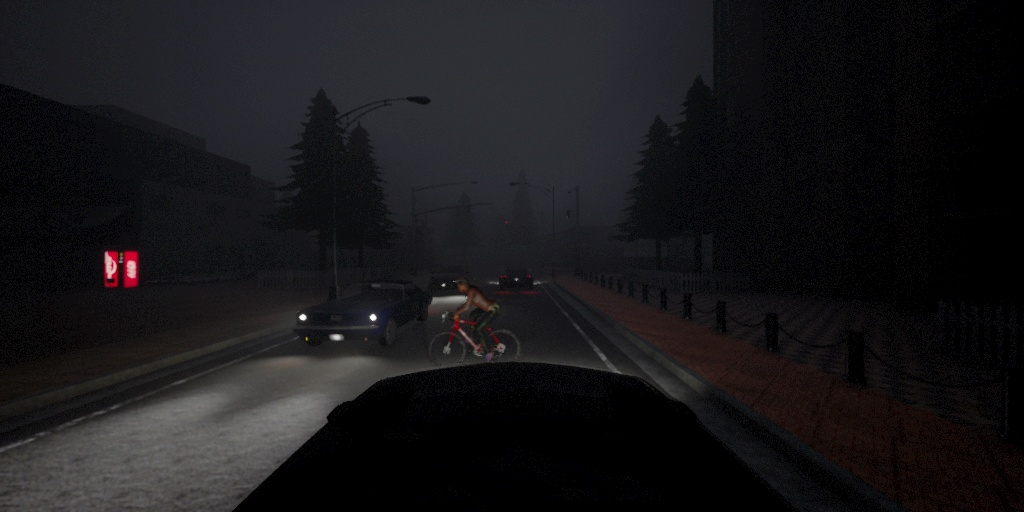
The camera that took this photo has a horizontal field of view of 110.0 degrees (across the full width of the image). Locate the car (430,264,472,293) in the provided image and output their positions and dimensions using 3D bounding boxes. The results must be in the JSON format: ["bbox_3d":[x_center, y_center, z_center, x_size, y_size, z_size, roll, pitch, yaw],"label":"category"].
[{"bbox_3d":[-3.389,1.208,20.381,1.837,1.490,4.892,0,0,1],"label":"car"}]

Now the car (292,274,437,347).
[{"bbox_3d":[-3.537,1.331,9.464,1.895,1.301,4.718,0,0,1],"label":"car"}]

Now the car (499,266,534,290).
[{"bbox_3d":[0.274,1.263,21.934,1.994,1.385,4.181,0,0,1],"label":"car"}]

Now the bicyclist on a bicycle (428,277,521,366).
[{"bbox_3d":[-0.685,1.189,6.345,1.656,1.620,0.582,-2,0,1],"label":"bicyclist on a bicycle"}]
